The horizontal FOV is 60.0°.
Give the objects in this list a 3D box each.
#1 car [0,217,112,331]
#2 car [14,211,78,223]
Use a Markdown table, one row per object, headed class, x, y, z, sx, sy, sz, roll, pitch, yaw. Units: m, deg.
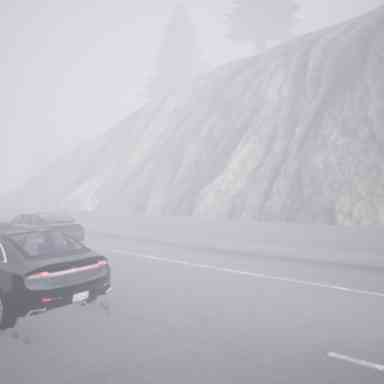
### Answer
| class | x | y | z | sx | sy | sz | roll | pitch | yaw |
| --- | --- | --- | --- | --- | --- | --- | --- | --- | --- |
| car | -3.748 | 1.506 | 6.946 | 4.902 | 1.511 | 2.128 | 0 | 0 | 38 |
| car | -6.268 | 1.532 | 13.471 | 4.892 | 1.490 | 1.837 | 0 | 0 | 40 |
